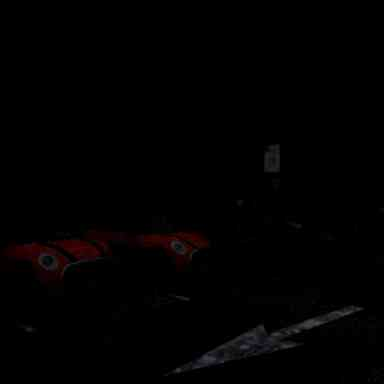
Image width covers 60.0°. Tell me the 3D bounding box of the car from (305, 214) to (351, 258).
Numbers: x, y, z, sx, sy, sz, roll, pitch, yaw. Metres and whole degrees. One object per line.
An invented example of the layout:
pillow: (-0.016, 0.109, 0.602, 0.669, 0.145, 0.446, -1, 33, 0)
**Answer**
car: (3.532, 1.640, 13.318, 4.674, 1.452, 2.002, -1, -2, 35)

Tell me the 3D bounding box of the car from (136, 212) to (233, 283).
car: (-1.402, 1.408, 9.887, 4.553, 1.767, 2.185, -1, -2, 35)

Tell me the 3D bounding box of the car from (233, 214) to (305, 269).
car: (1.102, 1.595, 11.573, 4.792, 1.488, 2.163, -1, -1, 35)

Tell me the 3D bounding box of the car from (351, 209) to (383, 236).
car: (10.883, 1.706, 18.511, 4.892, 1.521, 2.231, -1, -2, 35)

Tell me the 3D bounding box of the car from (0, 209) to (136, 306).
car: (-3.858, 1.376, 8.163, 4.553, 1.767, 2.185, -1, -2, 35)
